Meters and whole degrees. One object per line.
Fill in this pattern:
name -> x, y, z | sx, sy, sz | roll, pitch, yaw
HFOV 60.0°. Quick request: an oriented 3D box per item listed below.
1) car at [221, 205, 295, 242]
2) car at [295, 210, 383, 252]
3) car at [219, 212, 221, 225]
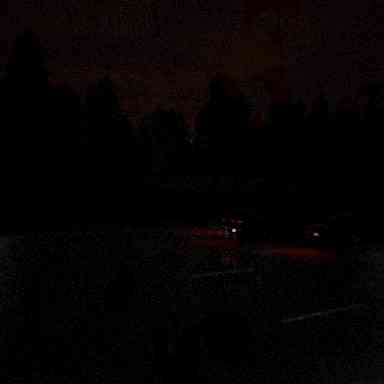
car -> 4.136, 1.549, 16.630 | 4.892, 1.490, 1.837 | 0, 0, -26
car -> 7.107, 1.525, 14.176 | 5.008, 1.535, 1.882 | 0, 0, -26
car -> 4.080, 1.529, 20.487 | 5.008, 1.535, 1.882 | 0, 0, -26
